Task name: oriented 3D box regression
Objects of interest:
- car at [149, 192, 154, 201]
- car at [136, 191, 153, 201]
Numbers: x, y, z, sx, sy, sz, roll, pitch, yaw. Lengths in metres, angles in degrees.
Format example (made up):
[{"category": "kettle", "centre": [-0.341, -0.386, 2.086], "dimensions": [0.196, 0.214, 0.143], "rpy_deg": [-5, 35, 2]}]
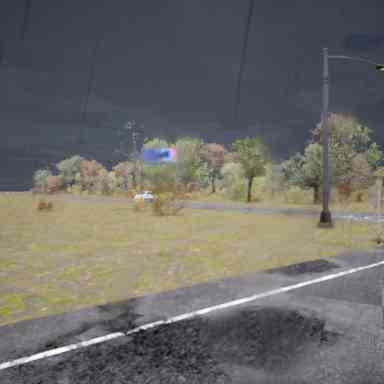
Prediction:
[{"category": "car", "centre": [-5.269, 1.217, 60.049], "dimensions": [2.033, 1.411, 5.357], "rpy_deg": [0, 0, -33]}, {"category": "car", "centre": [-9.286, 0.889, 65.982], "dimensions": [2.150, 2.045, 5.566], "rpy_deg": [0, 0, -34]}]
